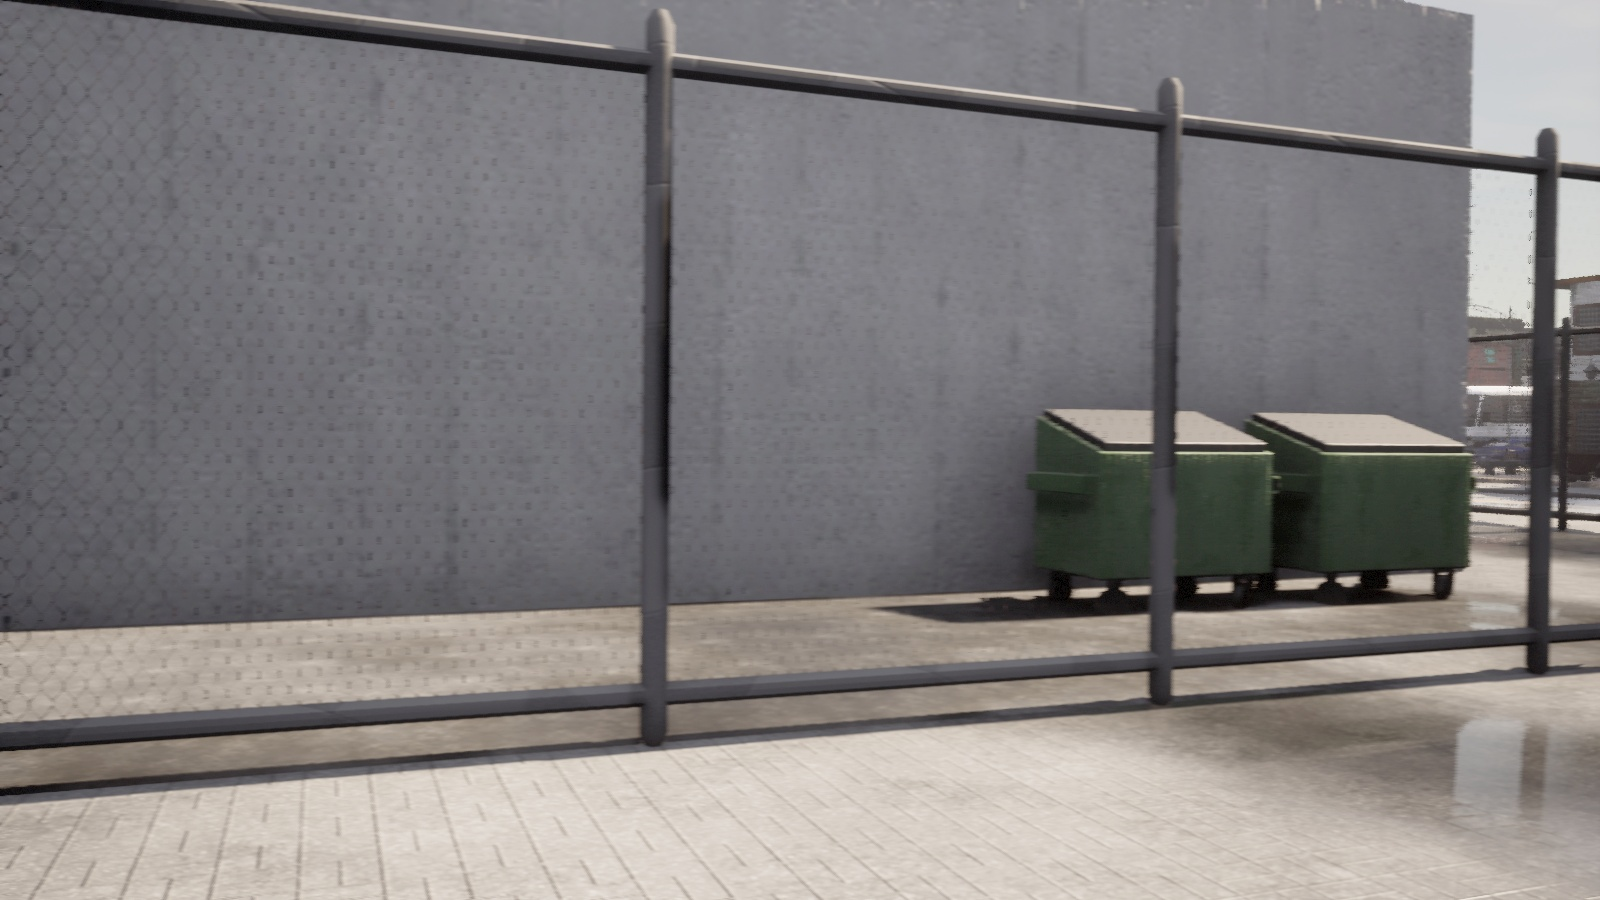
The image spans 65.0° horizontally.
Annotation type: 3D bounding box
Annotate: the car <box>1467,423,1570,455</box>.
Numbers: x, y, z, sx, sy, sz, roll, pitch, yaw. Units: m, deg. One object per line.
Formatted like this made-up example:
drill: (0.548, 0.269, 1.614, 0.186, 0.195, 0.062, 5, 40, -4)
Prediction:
car: (35.065, -0.553, 61.282, 4.674, 1.442, 1.812, -1, 1, -21)

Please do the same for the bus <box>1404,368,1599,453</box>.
bus: (37.445, -2.065, 66.437, 10.273, 4.253, 3.944, -1, 1, -21)
